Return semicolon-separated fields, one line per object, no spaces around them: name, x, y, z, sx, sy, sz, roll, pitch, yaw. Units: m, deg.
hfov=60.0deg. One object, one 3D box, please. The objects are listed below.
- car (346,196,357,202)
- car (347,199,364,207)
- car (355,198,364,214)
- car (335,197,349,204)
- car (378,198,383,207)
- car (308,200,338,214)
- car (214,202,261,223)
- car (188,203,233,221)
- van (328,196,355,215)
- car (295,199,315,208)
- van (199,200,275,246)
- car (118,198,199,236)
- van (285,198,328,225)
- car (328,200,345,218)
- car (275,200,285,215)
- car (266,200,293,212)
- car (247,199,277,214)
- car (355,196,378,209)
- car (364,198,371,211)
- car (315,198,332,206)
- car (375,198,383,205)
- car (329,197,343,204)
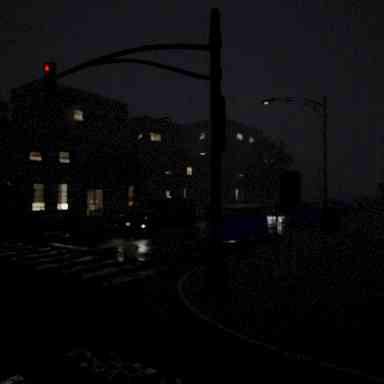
car;40.223;1.793;83.899;1.967;1.590;4.097;-1;-1;35
car;27.780;1.843;56.374;1.895;1.301;4.718;0;0;35
car;18.368;1.710;38.655;1.752;1.417;4.829;-1;0;35
car;33.828;1.886;74.895;1.947;1.339;4.313;-1;-1;35
car;27.861;1.536;52.024;2.192;1.841;5.009;-1;0;35
car;15.364;1.684;38.894;2.128;1.511;4.902;0;0;35
car;3.991;1.657;28.406;1.882;1.535;5.008;0;0;35
car;1.756;1.717;29.739;1.752;1.417;4.829;-1;0;35
van;15.070;1.514;34.015;1.690;1.788;3.998;-1;0;35
car;17.842;1.791;52.387;1.887;1.381;4.507;-1;0;35
van;2.281;1.477;16.008;1.690;1.788;3.998;-1;0;35
car;-1.862;1.386;20.172;2.150;2.045;5.566;0;0;35
van;8.675;1.494;25.012;1.690;1.788;3.998;-1;0;35
car;11.874;1.707;29.512;1.887;1.381;4.507;-1;0;35
car;9.989;1.690;36.834;2.128;1.511;4.902;0;0;35
car;11.447;1.767;43.384;1.887;1.381;4.507;-1;0;35
car;8.250;1.652;38.883;1.967;1.590;4.097;-1;0;35
car;24.663;1.523;47.522;2.192;1.841;5.009;-1;0;35
car;21.466;1.761;43.017;1.947;1.339;4.313;-1;0;35
car;24.237;1.819;61.390;1.887;1.381;4.507;-1;0;35
car;37.454;1.810;65.527;1.887;1.381;4.507;-1;-1;35
car;30.533;1.829;70.255;1.752;1.417;4.829;-1;-1;35
